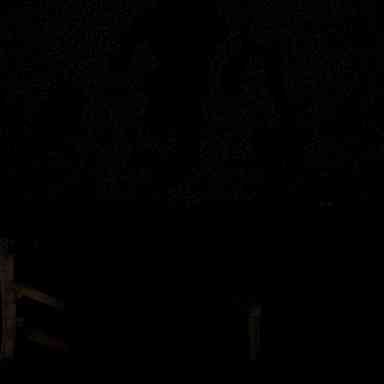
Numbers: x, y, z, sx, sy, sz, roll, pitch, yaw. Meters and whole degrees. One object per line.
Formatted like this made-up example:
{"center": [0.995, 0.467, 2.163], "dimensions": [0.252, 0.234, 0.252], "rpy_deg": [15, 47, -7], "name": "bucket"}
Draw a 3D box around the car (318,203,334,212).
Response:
{"center": [22.154, 2.531, 54.685], "dimensions": [1.882, 1.535, 5.008], "rpy_deg": [-1, -1, 35], "name": "car"}
